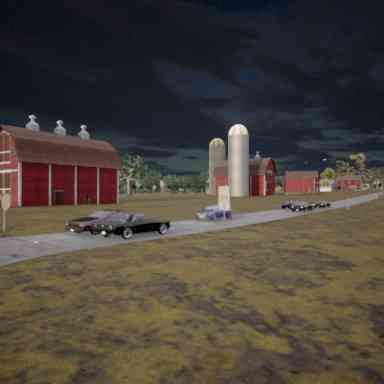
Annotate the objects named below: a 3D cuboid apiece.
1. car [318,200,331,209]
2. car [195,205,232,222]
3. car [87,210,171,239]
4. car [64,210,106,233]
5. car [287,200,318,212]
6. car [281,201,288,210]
[{"bbox_3d":[20.523,1.938,52.517,1.895,1.301,4.718,0,0,36],"label":"car"},{"bbox_3d":[2.200,1.955,31.745,1.812,1.442,4.674,0,0,36],"label":"car"},{"bbox_3d":[-3.306,1.878,19.127,1.895,1.301,4.718,0,-1,36],"label":"car"},{"bbox_3d":[-5.318,1.843,21.213,2.033,1.411,5.357,0,-1,36],"label":"car"},{"bbox_3d":[14.798,1.976,44.398,1.895,1.301,4.718,0,0,36],"label":"car"},{"bbox_3d":[14.790,1.969,49.220,1.895,1.301,4.718,0,0,36],"label":"car"}]
